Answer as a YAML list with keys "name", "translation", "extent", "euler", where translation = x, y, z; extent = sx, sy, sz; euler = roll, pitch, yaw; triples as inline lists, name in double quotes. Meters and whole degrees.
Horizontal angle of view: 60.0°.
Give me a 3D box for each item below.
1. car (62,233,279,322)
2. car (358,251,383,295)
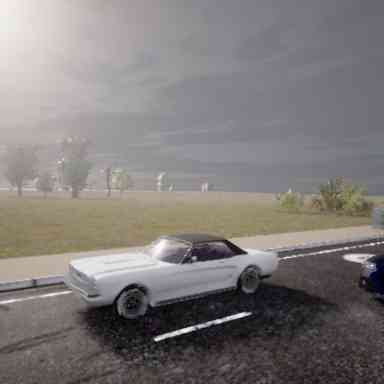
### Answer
- name: "car"
  translation: [-0.301, 1.651, 7.463]
  extent: [4.718, 1.301, 1.895]
  euler: [1, -1, -35]
- name: "car"
  translation: [5.768, 1.679, 7.797]
  extent: [4.181, 1.385, 1.994]
  euler: [1, -1, -35]
